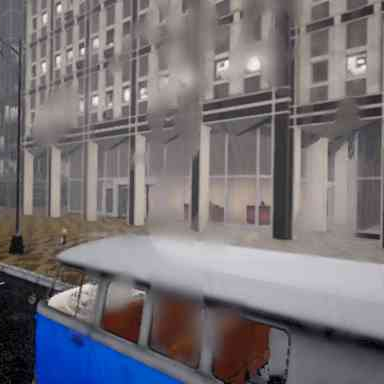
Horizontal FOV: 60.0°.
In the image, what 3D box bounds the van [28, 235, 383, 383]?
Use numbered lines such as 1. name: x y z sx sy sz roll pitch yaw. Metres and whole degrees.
1. van: 0.273 1.362 2.674 3.998 1.788 1.690 0 0 39
